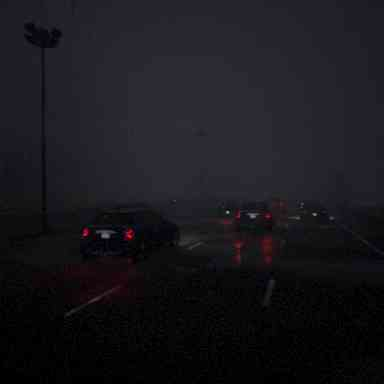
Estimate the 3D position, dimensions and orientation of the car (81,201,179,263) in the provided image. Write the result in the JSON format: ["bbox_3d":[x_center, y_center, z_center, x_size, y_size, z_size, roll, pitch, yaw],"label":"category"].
[{"bbox_3d":[-2.081,1.400,12.502,2.097,1.767,4.553,-1,0,17],"label":"car"}]

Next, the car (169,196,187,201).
[{"bbox_3d":[-2.953,1.497,57.039,2.097,1.767,4.553,-1,0,18],"label":"car"}]

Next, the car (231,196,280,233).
[{"bbox_3d":[3.968,1.356,20.089,2.097,1.767,4.553,-1,0,17],"label":"car"}]

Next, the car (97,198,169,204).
[{"bbox_3d":[-3.363,1.428,20.106,2.097,1.767,4.553,-1,0,17],"label":"car"}]

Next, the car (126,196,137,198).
[{"bbox_3d":[-9.377,1.667,48.333,1.882,1.535,5.008,-1,0,18],"label":"car"}]

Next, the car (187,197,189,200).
[{"bbox_3d":[-2.124,1.710,82.759,1.812,1.442,4.674,-1,0,18],"label":"car"}]

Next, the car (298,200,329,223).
[{"bbox_3d":[9.173,1.527,25.019,1.994,1.385,4.181,-1,0,19],"label":"car"}]

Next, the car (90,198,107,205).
[{"bbox_3d":[-12.948,1.703,48.570,1.882,1.535,5.008,-1,0,18],"label":"car"}]

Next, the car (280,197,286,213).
[{"bbox_3d":[9.301,1.338,37.091,2.097,1.767,4.553,-1,0,17],"label":"car"}]

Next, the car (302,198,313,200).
[{"bbox_3d":[13.970,1.472,40.275,1.812,1.442,4.674,-1,0,17],"label":"car"}]

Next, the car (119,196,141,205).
[{"bbox_3d":[-11.850,1.596,63.661,2.097,1.767,4.553,-1,0,18],"label":"car"}]

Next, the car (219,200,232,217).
[{"bbox_3d":[3.851,1.532,31.400,1.837,1.490,4.892,-1,0,17],"label":"car"}]

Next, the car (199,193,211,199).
[{"bbox_3d":[3.540,1.365,88.724,2.150,2.045,5.566,-1,0,19],"label":"car"}]
